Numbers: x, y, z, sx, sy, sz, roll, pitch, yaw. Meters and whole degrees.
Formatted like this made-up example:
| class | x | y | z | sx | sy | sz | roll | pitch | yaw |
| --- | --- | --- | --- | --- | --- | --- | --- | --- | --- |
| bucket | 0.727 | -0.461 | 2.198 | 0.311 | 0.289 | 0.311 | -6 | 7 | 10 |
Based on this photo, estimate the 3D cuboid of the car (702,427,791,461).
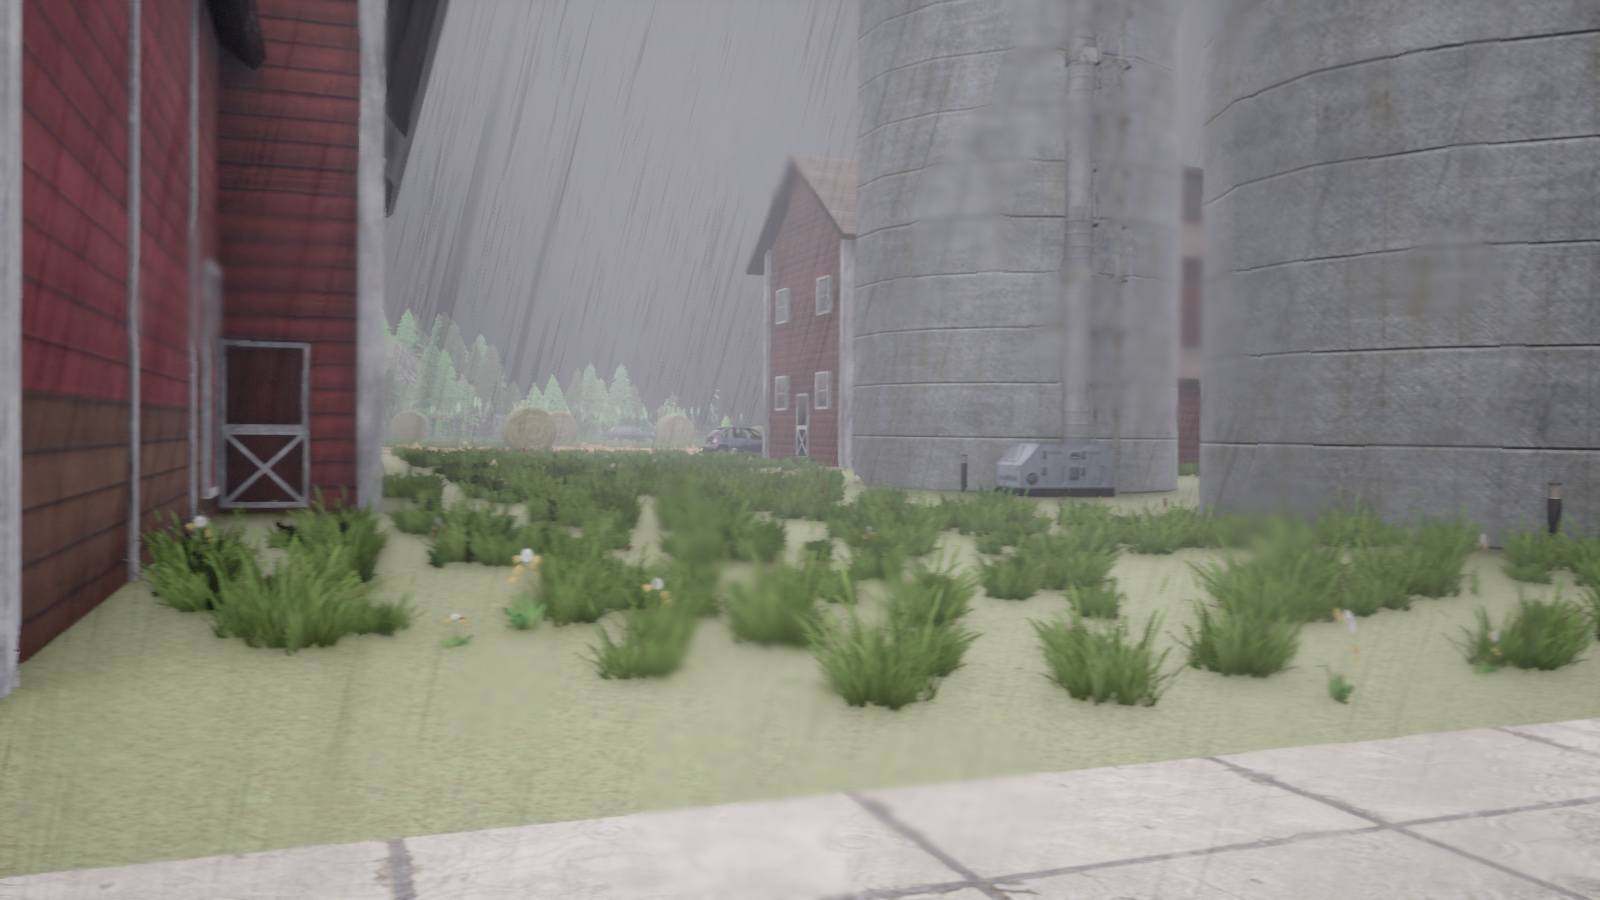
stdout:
| class | x | y | z | sx | sy | sz | roll | pitch | yaw |
| --- | --- | --- | --- | --- | --- | --- | --- | --- | --- |
| car | -2.629 | -0.312 | 62.048 | 3.988 | 1.617 | 1.851 | -1 | 1 | -21 |
